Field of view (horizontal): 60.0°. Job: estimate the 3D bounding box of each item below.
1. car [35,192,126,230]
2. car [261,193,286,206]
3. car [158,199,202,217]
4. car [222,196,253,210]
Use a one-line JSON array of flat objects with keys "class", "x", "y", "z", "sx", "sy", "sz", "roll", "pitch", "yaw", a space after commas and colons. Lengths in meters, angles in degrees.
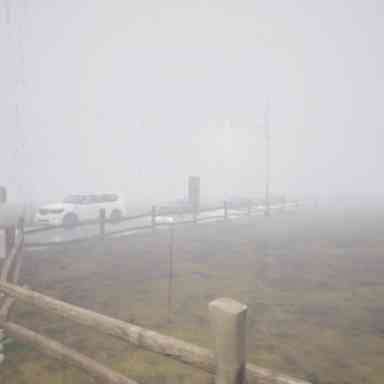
[{"class": "car", "x": -6.495, "y": 1.024, "z": 20.186, "sx": 2.150, "sy": 2.045, "sz": 5.566, "roll": 1, "pitch": 1, "yaw": 35}, {"class": "car", "x": 10.851, "y": 0.928, "z": 44.228, "sx": 1.882, "sy": 1.535, "sz": 5.008, "roll": 1, "pitch": 1, "yaw": 36}, {"class": "car", "x": -0.933, "y": 1.254, "z": 27.954, "sx": 1.994, "sy": 1.385, "sz": 4.181, "roll": 1, "pitch": 1, "yaw": 36}, {"class": "car", "x": 4.943, "y": 1.135, "z": 36.096, "sx": 1.994, "sy": 1.385, "sz": 4.181, "roll": 1, "pitch": 1, "yaw": 36}]
